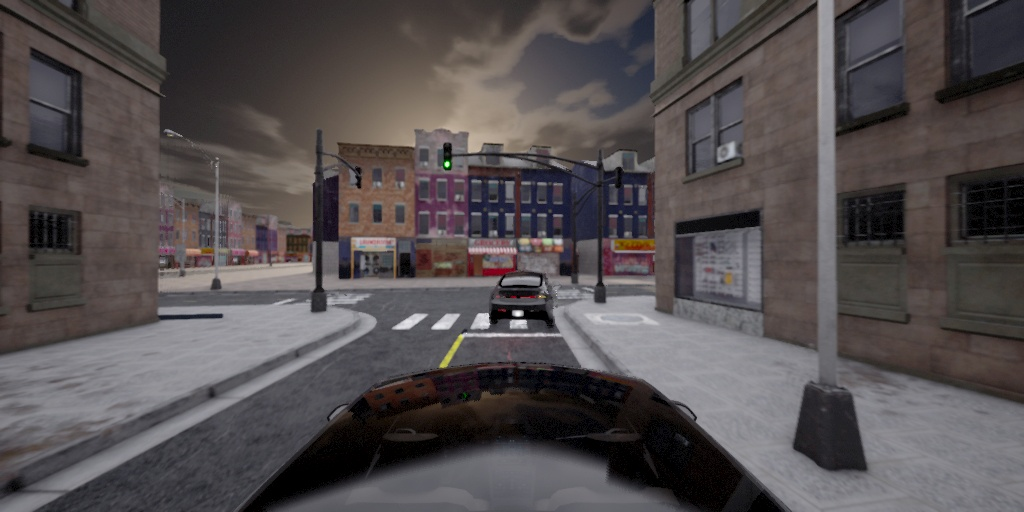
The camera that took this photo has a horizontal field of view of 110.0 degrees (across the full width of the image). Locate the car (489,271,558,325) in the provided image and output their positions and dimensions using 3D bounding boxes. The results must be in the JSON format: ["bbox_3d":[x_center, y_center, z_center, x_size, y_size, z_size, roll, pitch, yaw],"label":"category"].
[{"bbox_3d":[0.476,1.245,11.841,1.837,1.490,4.892,0,0,8],"label":"car"}]
